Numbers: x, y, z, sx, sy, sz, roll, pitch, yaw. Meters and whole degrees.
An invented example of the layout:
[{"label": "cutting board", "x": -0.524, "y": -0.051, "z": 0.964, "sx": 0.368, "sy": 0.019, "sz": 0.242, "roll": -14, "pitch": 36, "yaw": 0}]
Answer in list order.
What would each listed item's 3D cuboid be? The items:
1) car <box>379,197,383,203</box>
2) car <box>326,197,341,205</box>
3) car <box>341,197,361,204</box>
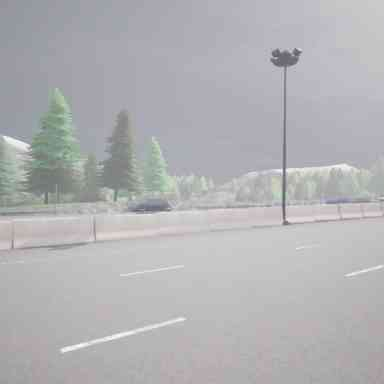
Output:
[{"label": "car", "x": 30.372, "y": 1.241, "z": 50.964, "sx": 5.566, "sy": 2.045, "sz": 2.150, "roll": 1, "pitch": 0, "yaw": -35}, {"label": "car", "x": 24.023, "y": 1.491, "z": 55.060, "sx": 5.008, "sy": 1.535, "sz": 1.882, "roll": 0, "pitch": 0, "yaw": -35}, {"label": "car", "x": 26.083, "y": 1.518, "z": 52.238, "sx": 4.892, "sy": 1.490, "sz": 1.837, "roll": 0, "pitch": 0, "yaw": -35}]
